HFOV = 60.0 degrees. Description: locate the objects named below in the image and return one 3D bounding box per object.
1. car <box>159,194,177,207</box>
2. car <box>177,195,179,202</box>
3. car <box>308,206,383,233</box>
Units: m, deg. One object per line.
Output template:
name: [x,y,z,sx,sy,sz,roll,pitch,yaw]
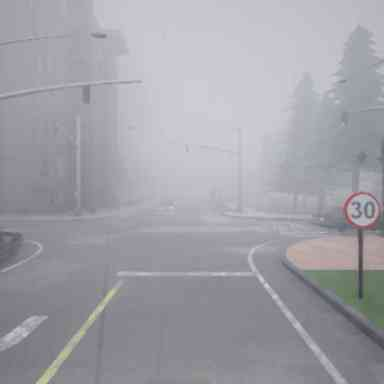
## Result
car: [-3.573,1.246,47.933,1.882,1.535,5.008,0,0,0]
car: [-3.506,1.210,65.992,2.128,1.511,4.902,0,0,0]
car: [9.214,1.452,18.209,5.357,1.411,2.033,0,0,-3]
